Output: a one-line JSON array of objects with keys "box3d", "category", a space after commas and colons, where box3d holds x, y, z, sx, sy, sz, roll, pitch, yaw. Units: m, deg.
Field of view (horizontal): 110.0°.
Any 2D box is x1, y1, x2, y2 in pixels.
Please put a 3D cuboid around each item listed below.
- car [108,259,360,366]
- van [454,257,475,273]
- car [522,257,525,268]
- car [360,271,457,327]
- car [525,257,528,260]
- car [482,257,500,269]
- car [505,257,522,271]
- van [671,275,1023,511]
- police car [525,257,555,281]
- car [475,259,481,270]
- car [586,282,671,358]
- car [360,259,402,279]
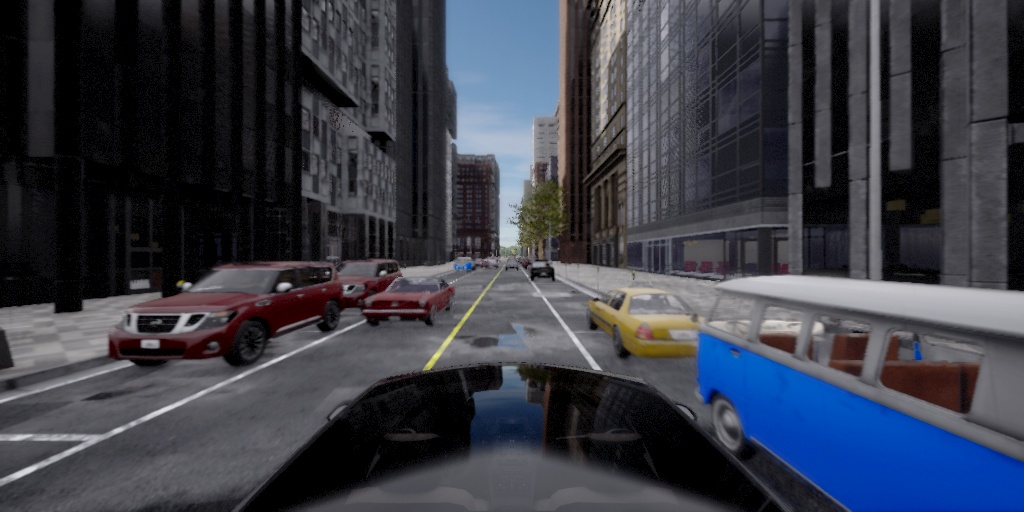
[{"box3d": [-5.667, 1.059, 8.131, 2.192, 1.841, 5.009, 0, 0, 0], "category": "car"}, {"box3d": [-5.663, 1.044, 41.964, 1.690, 1.789, 3.998, 0, 0, 0], "category": "van"}, {"box3d": [2.864, 1.021, 53.226, 2.192, 1.841, 5.009, 0, 0, 0], "category": "car"}, {"box3d": [-3.099, 1.341, 11.683, 1.895, 1.301, 4.718, 0, 0, 0], "category": "car"}, {"box3d": [2.863, 1.143, 41.947, 1.967, 1.591, 4.097, 0, 0, 0], "category": "car"}, {"box3d": [-3.054, 1.232, 54.722, 1.812, 1.442, 4.674, 0, 0, 0], "category": "car"}, {"box3d": [0.011, 1.251, 48.437, 2.033, 1.411, 5.357, 0, 0, 0], "category": "car"}, {"box3d": [2.858, 1.091, 2.468, 1.690, 1.789, 3.998, 0, 0, 0], "category": "van"}, {"box3d": [2.370, 1.138, 29.360, 1.930, 1.638, 5.238, 0, 0, 0], "category": "police car"}, {"box3d": [-5.662, 1.269, 47.602, 1.948, 1.339, 4.313, 0, 0, 0], "category": "car"}, {"box3d": [2.859, 1.270, 8.280, 1.751, 1.417, 4.829, 0, 0, 0], "category": "car"}, {"box3d": [-5.667, 1.052, 13.772, 2.192, 1.841, 5.009, 0, 0, 0], "category": "car"}]
